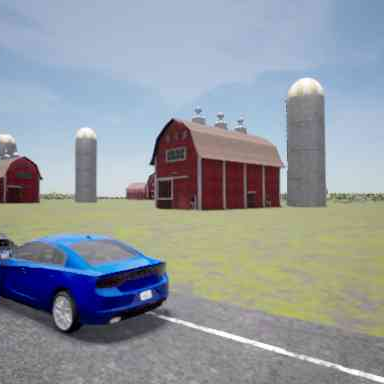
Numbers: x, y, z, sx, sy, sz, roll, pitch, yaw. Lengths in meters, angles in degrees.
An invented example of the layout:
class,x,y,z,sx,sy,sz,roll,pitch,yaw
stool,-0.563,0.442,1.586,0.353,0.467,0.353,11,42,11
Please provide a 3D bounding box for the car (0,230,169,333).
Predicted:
class,x,y,z,sx,sy,sz,roll,pitch,yaw
car,-2.768,1.650,7.218,5.008,1.535,1.882,-1,-2,37
